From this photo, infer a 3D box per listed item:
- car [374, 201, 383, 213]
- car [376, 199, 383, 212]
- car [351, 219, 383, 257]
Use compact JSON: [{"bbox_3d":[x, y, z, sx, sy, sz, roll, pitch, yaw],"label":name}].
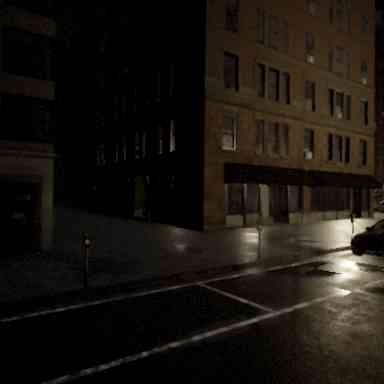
[{"bbox_3d":[20.869,1.636,34.740,1.895,1.301,4.718,1,0,-35],"label":"car"},{"bbox_3d":[23.411,1.576,36.795,2.128,1.511,4.902,1,0,-35],"label":"car"},{"bbox_3d":[7.642,1.635,12.210,4.313,1.339,1.947,0,0,-36],"label":"car"}]
